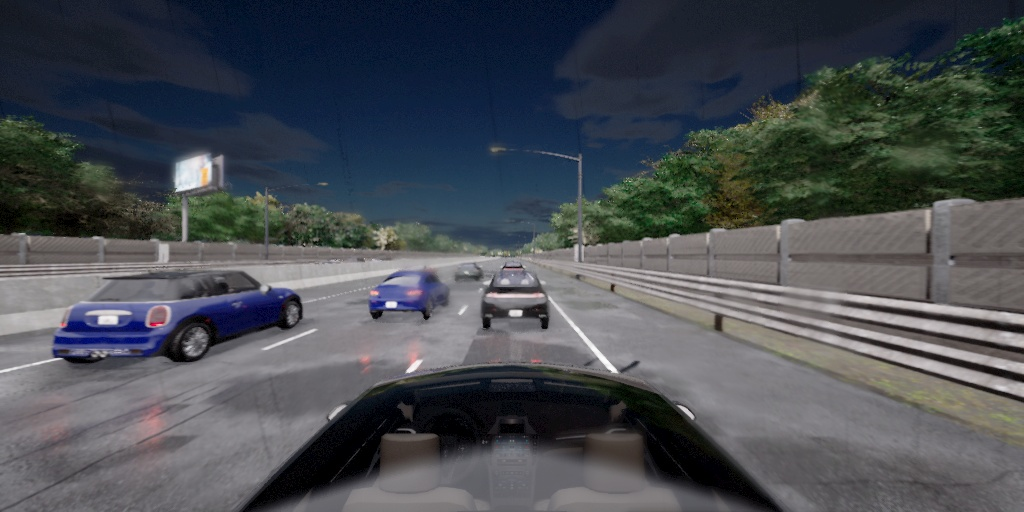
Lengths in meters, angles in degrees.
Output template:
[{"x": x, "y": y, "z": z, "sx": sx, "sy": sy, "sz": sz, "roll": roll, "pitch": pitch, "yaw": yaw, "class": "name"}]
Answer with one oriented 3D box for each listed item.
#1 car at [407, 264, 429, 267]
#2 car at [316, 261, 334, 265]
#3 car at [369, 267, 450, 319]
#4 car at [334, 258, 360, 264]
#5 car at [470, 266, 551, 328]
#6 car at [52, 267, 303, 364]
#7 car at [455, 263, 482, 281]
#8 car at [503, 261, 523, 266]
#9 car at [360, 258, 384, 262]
[{"x": -6.909, "y": 1.285, "z": 26.860, "sx": 1.895, "sy": 1.301, "sz": 4.718, "roll": 0, "pitch": 0, "yaw": 1, "class": "car"}, {"x": -24.582, "y": 1.264, "z": 48.680, "sx": 1.895, "sy": 1.301, "sz": 4.718, "roll": 0, "pitch": 0, "yaw": 0, "class": "car"}, {"x": -3.406, "y": 1.244, "z": 12.532, "sx": 1.812, "sy": 1.442, "sz": 4.674, "roll": 0, "pitch": -1, "yaw": 1, "class": "car"}, {"x": -21.086, "y": 1.016, "z": 47.573, "sx": 2.097, "sy": 1.767, "sz": 4.553, "roll": 0, "pitch": 0, "yaw": 0, "class": "car"}, {"x": 0.099, "y": 1.209, "z": 11.214, "sx": 2.128, "sy": 1.511, "sz": 4.902, "roll": 0, "pitch": 0, "yaw": 0, "class": "car"}, {"x": -6.898, "y": 1.085, "z": 8.220, "sx": 2.097, "sy": 1.767, "sz": 4.553, "roll": 0, "pitch": 1, "yaw": -1, "class": "car"}, {"x": -3.407, "y": 1.243, "z": 29.077, "sx": 1.994, "sy": 1.385, "sz": 4.181, "roll": 0, "pitch": 0, "yaw": 0, "class": "car"}, {"x": 0.089, "y": 1.170, "z": 28.449, "sx": 2.128, "sy": 1.511, "sz": 4.902, "roll": 0, "pitch": 0, "yaw": 0, "class": "car"}, {"x": -17.592, "y": 1.190, "z": 46.710, "sx": 1.812, "sy": 1.442, "sz": 4.674, "roll": 0, "pitch": 0, "yaw": 0, "class": "car"}]
